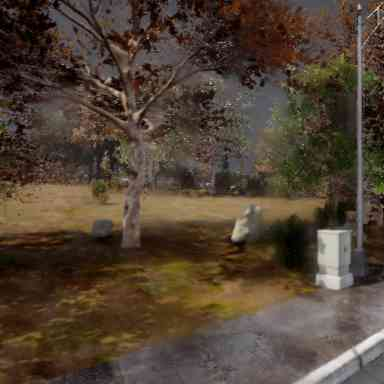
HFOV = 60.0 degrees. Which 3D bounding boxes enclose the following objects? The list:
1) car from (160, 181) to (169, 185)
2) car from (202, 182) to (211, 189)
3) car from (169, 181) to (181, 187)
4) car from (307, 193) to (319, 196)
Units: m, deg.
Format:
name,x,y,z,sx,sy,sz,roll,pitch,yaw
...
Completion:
name,x,y,z,sx,sy,sz,roll,pitch,yaw
car,-6.299,-2.297,94.812,2.163,1.488,4.792,4,1,21
car,4.080,-1.710,90.910,2.185,1.767,4.553,4,1,21
car,-3.711,-2.112,93.823,2.163,1.488,4.792,4,1,21
car,29.900,0.495,80.969,2.163,1.488,4.792,5,1,21
